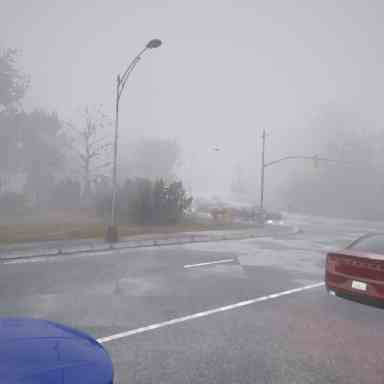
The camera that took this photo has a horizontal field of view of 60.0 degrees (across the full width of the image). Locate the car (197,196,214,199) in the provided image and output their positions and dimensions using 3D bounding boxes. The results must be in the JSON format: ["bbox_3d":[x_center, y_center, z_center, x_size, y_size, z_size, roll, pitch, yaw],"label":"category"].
[{"bbox_3d":[1.796,1.712,57.023,1.837,1.490,4.892,2,2,-12],"label":"car"}]

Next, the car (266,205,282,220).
[{"bbox_3d":[8.110,2.217,37.292,1.837,1.490,4.892,3,-1,-21],"label":"car"}]

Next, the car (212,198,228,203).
[{"bbox_3d":[4.473,2.094,46.971,2.033,1.411,5.357,3,1,-18],"label":"car"}]

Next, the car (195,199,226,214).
[{"bbox_3d":[2.260,2.037,42.812,1.994,1.385,4.181,3,0,-19],"label":"car"}]

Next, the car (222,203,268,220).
[{"bbox_3d":[5.423,2.171,34.615,1.895,1.301,4.718,3,-1,-23],"label":"car"}]

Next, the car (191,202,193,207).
[{"bbox_3d":[-1.191,1.630,54.411,2.128,1.511,4.902,2,2,-13],"label":"car"}]

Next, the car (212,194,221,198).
[{"bbox_3d":[5.839,1.109,79.176,2.033,1.411,5.357,2,2,-1],"label":"car"}]

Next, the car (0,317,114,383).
[{"bbox_3d":[-2.863,1.478,1.699,5.008,1.535,1.882,0,0,-36],"label":"car"}]

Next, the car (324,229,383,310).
[{"bbox_3d":[4.992,1.555,7.347,5.008,1.535,1.882,1,-1,-35],"label":"car"}]
